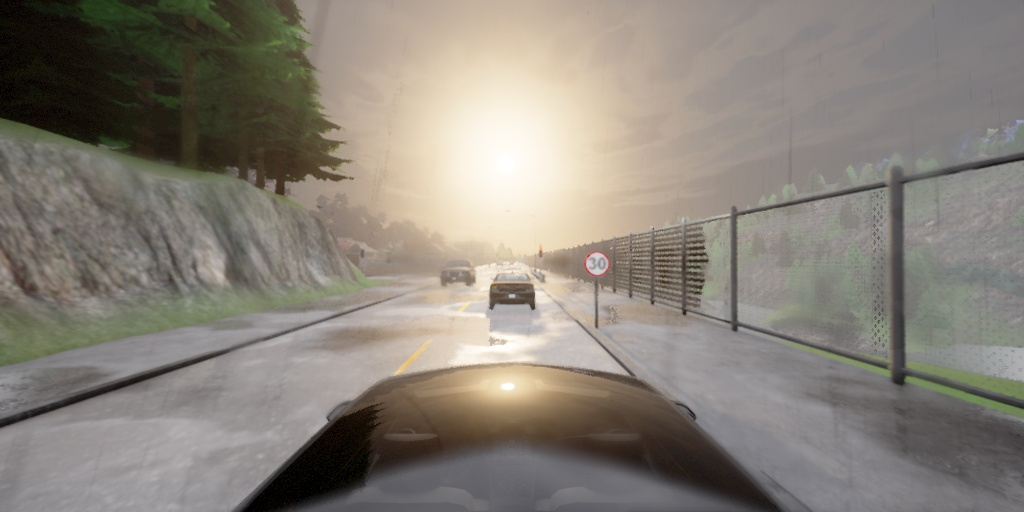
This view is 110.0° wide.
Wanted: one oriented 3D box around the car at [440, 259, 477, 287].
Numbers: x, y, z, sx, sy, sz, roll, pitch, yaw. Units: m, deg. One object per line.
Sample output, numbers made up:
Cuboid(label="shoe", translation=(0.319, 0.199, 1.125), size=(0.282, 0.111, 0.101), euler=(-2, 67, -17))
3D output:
Cuboid(label="car", translation=(-4.010, 1.260, 27.709), size=(2.150, 2.045, 5.566), euler=(0, -1, 0))

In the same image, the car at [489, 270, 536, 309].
Cuboid(label="car", translation=(0.026, 1.384, 16.080), size=(1.882, 1.535, 5.008), euler=(0, 0, 0))
